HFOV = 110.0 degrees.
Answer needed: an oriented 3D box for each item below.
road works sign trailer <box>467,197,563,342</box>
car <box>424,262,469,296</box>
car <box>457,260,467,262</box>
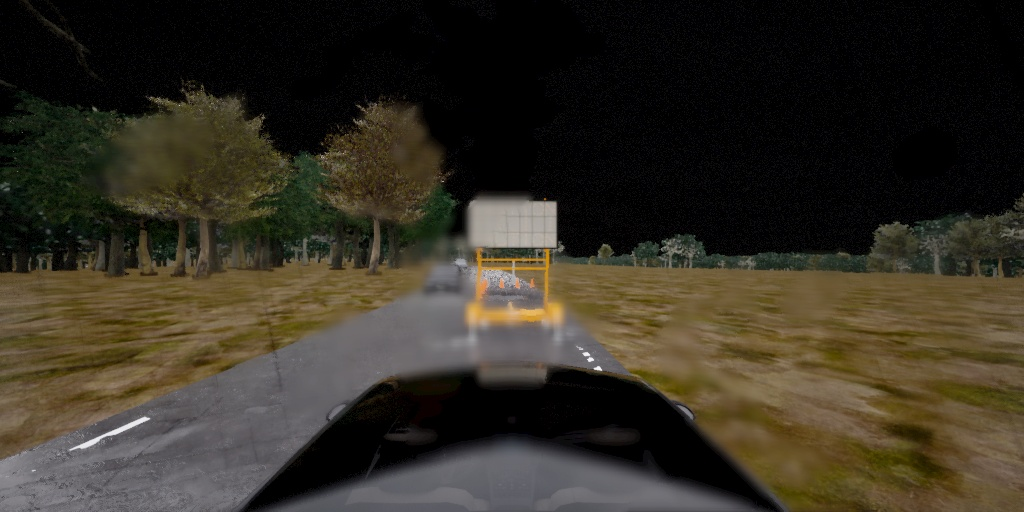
[{"bbox_3d":[0.040,0.214,9.796,2.380,3.560,2.880,0,0,-2],"label":"road works sign trailer"},{"bbox_3d":[-3.473,1.253,19.304,1.837,1.490,4.892,0,0,-3],"label":"car"},{"bbox_3d":[-7.766,1.286,55.420,1.812,1.442,4.674,0,0,-11],"label":"car"}]
